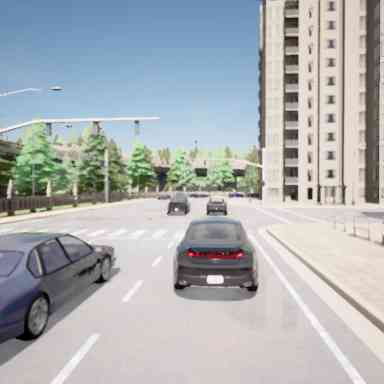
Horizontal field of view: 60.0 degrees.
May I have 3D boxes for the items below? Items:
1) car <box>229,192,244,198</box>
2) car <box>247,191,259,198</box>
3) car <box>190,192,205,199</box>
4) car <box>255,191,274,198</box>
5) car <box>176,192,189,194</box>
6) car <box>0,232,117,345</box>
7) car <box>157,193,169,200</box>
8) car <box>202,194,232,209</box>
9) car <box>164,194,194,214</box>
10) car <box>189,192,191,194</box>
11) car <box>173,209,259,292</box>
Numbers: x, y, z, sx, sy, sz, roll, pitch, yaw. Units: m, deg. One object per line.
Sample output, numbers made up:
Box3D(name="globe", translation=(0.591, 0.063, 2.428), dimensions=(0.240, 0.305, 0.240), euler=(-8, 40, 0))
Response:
Box3D(name="car", translation=(11.344, 0.792, 86.003), dimensions=(4.674, 1.442, 1.812), euler=(0, 1, -38))
Box3D(name="car", translation=(16.454, 0.780, 85.536), dimensions=(4.892, 1.490, 1.837), euler=(0, 1, -33))
Box3D(name="car", translation=(2.136, 0.897, 80.228), dimensions=(1.895, 1.301, 4.718), euler=(0, 1, 30))
Box3D(name="car", translation=(19.824, 0.591, 91.236), dimensions=(4.553, 1.767, 2.097), euler=(0, 1, -20))
Box3D(name="car", translation=(-2.342, 0.779, 64.978), dimensions=(2.097, 1.767, 4.553), euler=(0, 0, 6))
Box3D(name="car", translation=(-3.072, 1.485, 6.381), dimensions=(2.033, 1.411, 5.357), euler=(0, 0, 5))
Box3D(name="car", translation=(-5.657, 0.948, 67.128), dimensions=(2.033, 1.411, 5.357), euler=(0, 1, 6))
Box3D(name="car", translation=(2.317, 1.257, 31.178), dimensions=(2.128, 1.511, 4.902), euler=(0, 1, 4))
Box3D(name="car", translation=(-1.167, 1.253, 31.511), dimensions=(1.837, 1.490, 4.892), euler=(0, 1, 4))
Box3D(name="car", translation=(-0.444, 0.801, 82.694), dimensions=(2.128, 1.511, 4.902), euler=(0, 1, 30))
Box3D(name="car", translation=(0.634, 1.427, 8.806), dimensions=(1.837, 1.490, 4.892), euler=(0, 0, 5))
